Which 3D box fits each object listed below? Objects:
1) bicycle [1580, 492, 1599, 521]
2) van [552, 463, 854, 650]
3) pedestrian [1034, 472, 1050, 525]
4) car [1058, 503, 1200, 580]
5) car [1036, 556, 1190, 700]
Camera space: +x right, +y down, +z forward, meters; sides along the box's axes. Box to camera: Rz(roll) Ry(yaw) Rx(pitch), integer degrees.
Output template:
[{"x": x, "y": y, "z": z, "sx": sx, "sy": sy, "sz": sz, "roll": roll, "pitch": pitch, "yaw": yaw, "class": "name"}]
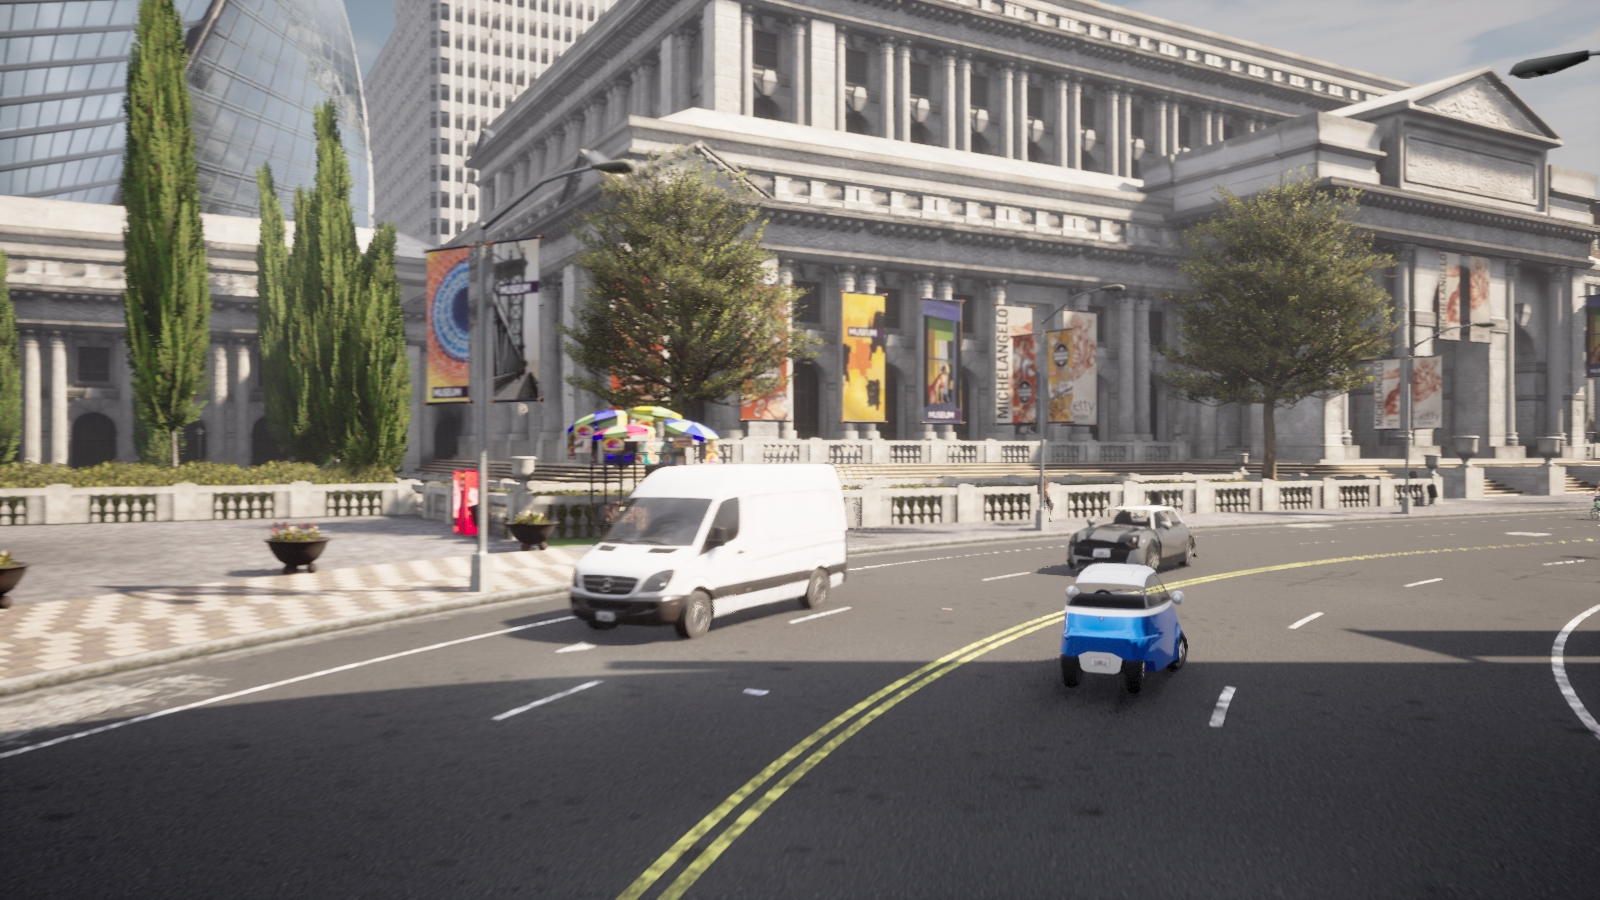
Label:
[{"x": 32.204, "y": 2.273, "z": 45.905, "sx": 1.487, "sy": 1.080, "sz": 0.859, "roll": 0, "pitch": 0, "yaw": -29, "class": "bicycle"}, {"x": -1.346, "y": 1.533, "z": 19.087, "sx": 1.988, "sy": 2.561, "sz": 5.915, "roll": -1, "pitch": 0, "yaw": 30, "class": "van"}, {"x": 8.519, "y": 1.700, "z": 40.251, "sx": 0.375, "sy": 1.860, "sz": 0.375, "roll": 0, "pitch": 0, "yaw": -30, "class": "pedestrian"}, {"x": 7.760, "y": 2.068, "z": 26.727, "sx": 1.970, "sy": 1.475, "sz": 3.806, "roll": 0, "pitch": 0, "yaw": 37, "class": "car"}, {"x": 3.929, "y": 2.122, "z": 14.168, "sx": 1.481, "sy": 1.376, "sz": 2.207, "roll": 0, "pitch": 0, "yaw": 25, "class": "car"}]
